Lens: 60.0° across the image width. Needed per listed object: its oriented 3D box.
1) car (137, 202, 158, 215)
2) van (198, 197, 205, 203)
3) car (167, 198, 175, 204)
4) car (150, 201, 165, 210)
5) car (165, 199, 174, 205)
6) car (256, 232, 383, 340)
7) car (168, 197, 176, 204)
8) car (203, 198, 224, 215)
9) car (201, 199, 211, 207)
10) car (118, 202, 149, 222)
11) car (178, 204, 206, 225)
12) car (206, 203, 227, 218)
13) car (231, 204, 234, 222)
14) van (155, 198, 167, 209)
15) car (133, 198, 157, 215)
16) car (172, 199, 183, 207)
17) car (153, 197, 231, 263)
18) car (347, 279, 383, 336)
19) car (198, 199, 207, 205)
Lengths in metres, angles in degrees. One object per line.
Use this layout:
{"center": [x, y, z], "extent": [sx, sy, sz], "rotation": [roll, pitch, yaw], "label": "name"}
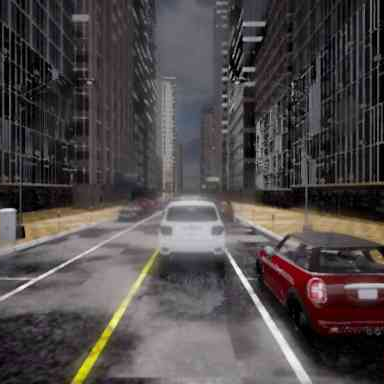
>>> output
{"center": [-5.340, 1.923, 40.558], "extent": [2.008, 1.369, 4.403], "rotation": [-1, -1, 0], "label": "car"}
{"center": [2.519, 2.203, 91.428], "extent": [1.690, 1.788, 3.998], "rotation": [-1, -1, 0], "label": "van"}
{"center": [-5.358, 2.351, 85.745], "extent": [1.887, 1.381, 4.507], "rotation": [-1, -1, 0], "label": "car"}
{"center": [-5.344, 2.062, 51.854], "extent": [1.802, 1.307, 4.206], "rotation": [-1, -1, 0], "label": "car"}
{"center": [-5.354, 2.333, 80.095], "extent": [1.802, 1.307, 4.206], "rotation": [-1, -1, 0], "label": "car"}
{"center": [2.518, 1.502, 6.700], "extent": [1.967, 1.590, 4.097], "rotation": [-1, -1, 0], "label": "car"}
{"center": [-5.360, 2.302, 91.394], "extent": [1.967, 1.590, 4.097], "rotation": [-1, -1, 0], "label": "car"}
{"center": [2.504, 1.688, 40.592], "extent": [2.192, 1.841, 5.009], "rotation": [-1, -1, 0], "label": "car"}
{"center": [2.727, 2.125, 66.517], "extent": [1.837, 1.490, 4.892], "rotation": [0, -1, 0], "label": "car"}
{"center": [-5.336, 1.817, 29.261], "extent": [2.008, 1.369, 4.403], "rotation": [-1, -1, 0], "label": "car"}
{"center": [0.000, 1.798, 27.522], "extent": [2.033, 1.411, 5.357], "rotation": [0, -1, 0], "label": "car"}
{"center": [2.510, 1.902, 34.941], "extent": [1.802, 1.307, 4.206], "rotation": [-1, -1, 0], "label": "car"}
{"center": [2.508, 1.582, 29.295], "extent": [2.192, 1.841, 5.009], "rotation": [-1, -1, 0], "label": "car"}
{"center": [-5.349, 1.874, 57.504], "extent": [1.690, 1.788, 3.998], "rotation": [-1, -1, 0], "label": "van"}
{"center": [-5.341, 1.634, 34.912], "extent": [2.192, 1.841, 5.009], "rotation": [-1, -1, 0], "label": "car"}
{"center": [-2.796, 2.126, 64.561], "extent": [1.812, 1.442, 4.674], "rotation": [0, -1, 1], "label": "car"}
{"center": [0.005, 1.339, 12.577], "extent": [2.150, 2.045, 5.566], "rotation": [0, 0, 0], "label": "car"}
{"center": [2.521, 1.556, 1.050], "extent": [1.887, 1.381, 4.507], "rotation": [-1, -1, 0], "label": "car"}
{"center": [2.526, 2.302, 80.130], "extent": [2.008, 1.369, 4.403], "rotation": [-1, -1, 0], "label": "car"}
